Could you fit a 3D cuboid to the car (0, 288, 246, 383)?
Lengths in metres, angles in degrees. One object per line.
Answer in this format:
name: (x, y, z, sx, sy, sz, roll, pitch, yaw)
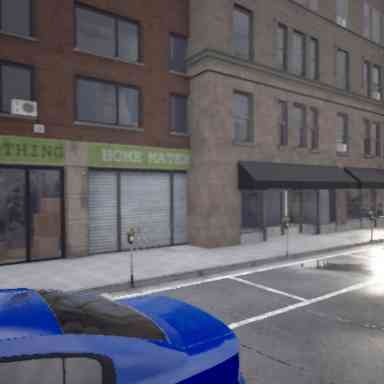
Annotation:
car: (-1.904, 1.479, 1.894, 5.008, 1.535, 1.882, 0, 0, -36)
